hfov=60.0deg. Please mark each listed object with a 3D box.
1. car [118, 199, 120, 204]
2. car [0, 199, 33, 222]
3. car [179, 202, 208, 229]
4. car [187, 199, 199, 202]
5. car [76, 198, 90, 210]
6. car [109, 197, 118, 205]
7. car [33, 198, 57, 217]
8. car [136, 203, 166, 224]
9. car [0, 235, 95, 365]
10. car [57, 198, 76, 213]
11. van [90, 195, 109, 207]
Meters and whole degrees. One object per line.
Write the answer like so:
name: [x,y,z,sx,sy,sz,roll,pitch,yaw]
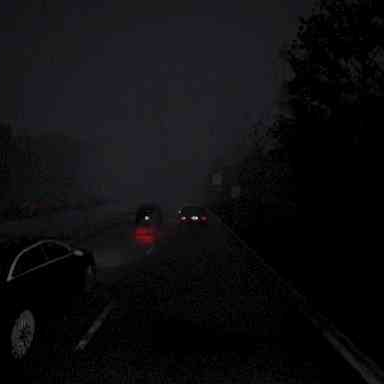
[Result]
car: [-15.617,1.710,65.888,2.002,1.452,4.674,-2,0,0]
car: [-15.492,1.541,27.152,2.231,1.521,4.892,0,0,0]
car: [0.088,1.618,22.297,2.033,1.411,5.357,0,0,0]
car: [0.088,1.607,41.043,1.882,1.535,5.008,0,0,0]
car: [-15.538,1.636,43.849,2.002,1.452,4.674,0,0,0]
car: [-15.585,1.681,60.392,2.163,1.488,4.792,0,0,0]
car: [-15.507,1.433,32.702,2.185,1.767,4.553,0,0,0]
car: [-3.156,1.586,25.731,1.837,1.490,4.892,0,0,0]
car: [-3.151,1.510,5.827,2.128,1.511,4.902,0,0,0]
car: [-15.522,1.451,38.228,2.185,1.767,4.553,0,0,0]
van: [-15.568,1.407,54.781,1.878,1.987,4.442,0,0,0]
